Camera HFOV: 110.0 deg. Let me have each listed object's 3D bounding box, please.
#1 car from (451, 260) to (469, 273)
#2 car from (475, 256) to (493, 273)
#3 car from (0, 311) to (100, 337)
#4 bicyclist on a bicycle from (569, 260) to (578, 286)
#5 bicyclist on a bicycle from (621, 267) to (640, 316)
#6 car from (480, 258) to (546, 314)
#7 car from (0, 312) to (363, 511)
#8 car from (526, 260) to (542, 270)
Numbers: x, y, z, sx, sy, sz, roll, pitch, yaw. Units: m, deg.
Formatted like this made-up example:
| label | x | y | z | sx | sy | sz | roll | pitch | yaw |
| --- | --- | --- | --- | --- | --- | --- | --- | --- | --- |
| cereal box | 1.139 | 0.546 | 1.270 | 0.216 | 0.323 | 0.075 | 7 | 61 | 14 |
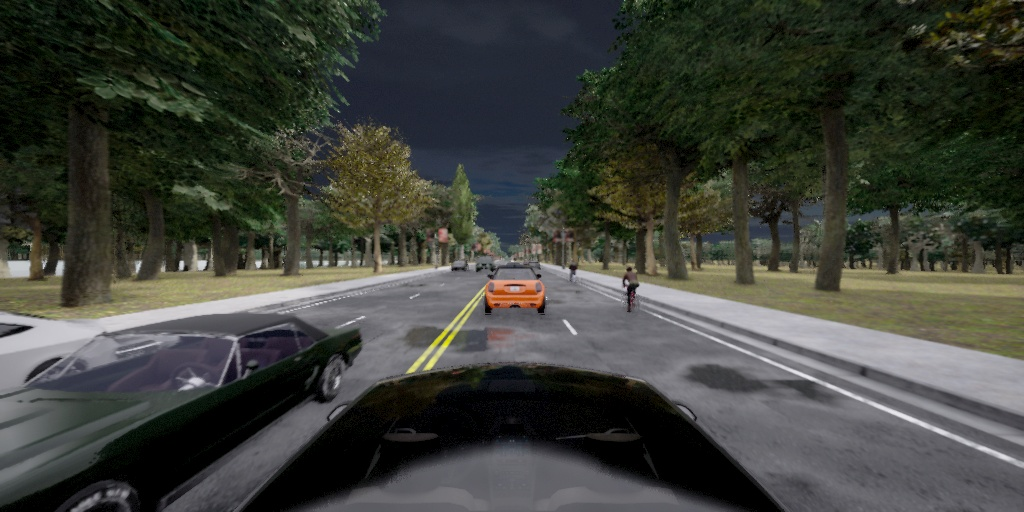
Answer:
| label | x | y | z | sx | sy | sz | roll | pitch | yaw |
| --- | --- | --- | --- | --- | --- | --- | --- | --- | --- |
| car | -6.576 | 1.312 | 45.716 | 1.837 | 1.490 | 4.892 | 0 | 0 | 0 |
| car | -3.336 | 1.027 | 45.431 | 2.150 | 2.045 | 5.566 | 0 | 0 | 0 |
| car | -6.598 | 1.276 | 3.229 | 1.812 | 1.442 | 4.674 | 0 | 0 | 0 |
| bicyclist on a bicycle | 4.143 | 1.136 | 24.447 | 0.659 | 1.776 | 1.843 | 0 | 0 | 0 |
| bicyclist on a bicycle | 4.141 | 1.208 | 12.526 | 0.582 | 1.620 | 1.656 | 0 | 0 | 0 |
| car | 0.099 | 1.108 | 13.976 | 2.097 | 1.767 | 4.553 | 0 | 0 | 0 |
| car | -3.349 | 1.351 | 3.602 | 1.895 | 1.301 | 4.718 | 0 | 0 | 0 |
| car | 3.354 | 1.331 | 56.007 | 2.128 | 1.511 | 4.902 | 0 | 0 | 0 |
